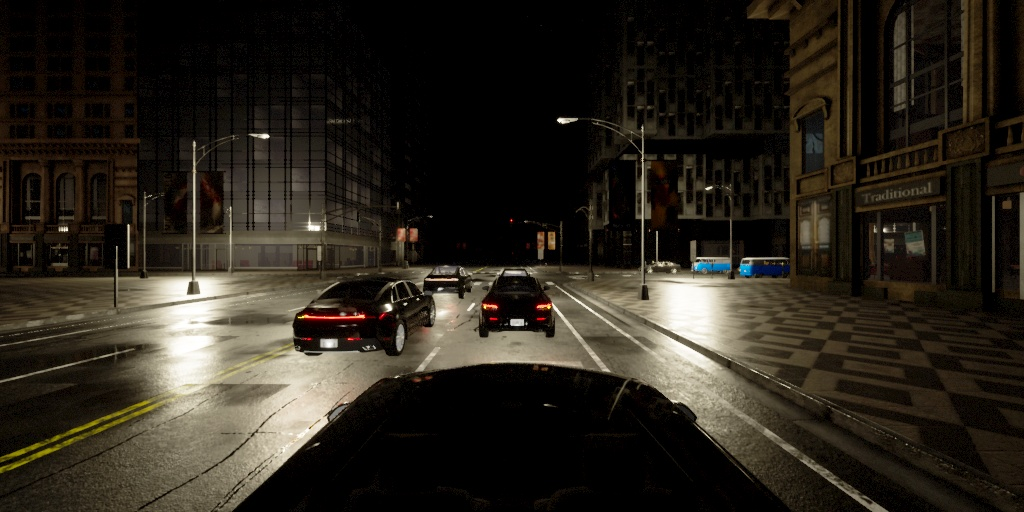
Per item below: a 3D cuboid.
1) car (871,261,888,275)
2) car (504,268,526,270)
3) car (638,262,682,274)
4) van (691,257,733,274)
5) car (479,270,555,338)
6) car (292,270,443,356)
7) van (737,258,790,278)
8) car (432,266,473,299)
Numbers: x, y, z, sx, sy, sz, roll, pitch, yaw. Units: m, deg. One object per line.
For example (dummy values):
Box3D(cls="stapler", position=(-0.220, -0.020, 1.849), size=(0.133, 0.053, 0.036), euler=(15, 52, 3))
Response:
Box3D(cls="car", position=(32.774, 1.251, 30.186), size=(4.207, 1.307, 1.802), euler=(0, 0, 0))
Box3D(cls="car", position=(0.146, 1.314, 18.464), size=(1.994, 1.385, 4.181), euler=(0, 0, 0))
Box3D(cls="car", position=(15.977, 1.263, 38.829), size=(4.403, 1.370, 2.007), euler=(0, 0, 0))
Box3D(cls="van", position=(21.596, 1.042, 38.790), size=(3.998, 1.789, 1.690), euler=(0, 0, 0))
Box3D(cls="car", position=(0.122, 1.276, 10.075), size=(1.812, 1.442, 4.674), euler=(0, 0, 0))
Box3D(cls="car", position=(-3.134, 1.255, 8.580), size=(1.837, 1.490, 4.892), euler=(0, 0, 0))
Box3D(cls="van", position=(21.537, 1.032, 30.265), size=(3.998, 1.789, 1.690), euler=(0, 0, 0))
Box3D(cls="car", position=(-3.108, 1.241, 17.994), size=(2.128, 1.511, 4.902), euler=(0, 0, 0))
